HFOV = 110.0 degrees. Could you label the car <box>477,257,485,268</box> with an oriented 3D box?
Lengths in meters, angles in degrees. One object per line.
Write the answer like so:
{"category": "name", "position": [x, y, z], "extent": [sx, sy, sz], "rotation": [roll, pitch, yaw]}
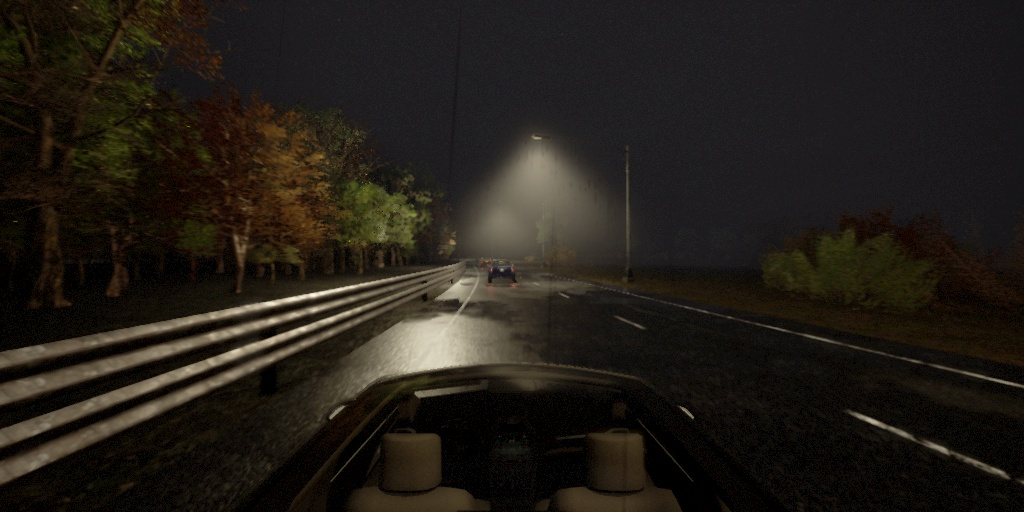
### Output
{"category": "car", "position": [-4.350, 1.001, 60.505], "extent": [2.097, 1.767, 4.553], "rotation": [0, 0, -7]}

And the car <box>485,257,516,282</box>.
{"category": "car", "position": [-0.885, 1.065, 28.500], "extent": [2.097, 1.767, 4.553], "rotation": [0, 0, -4]}
